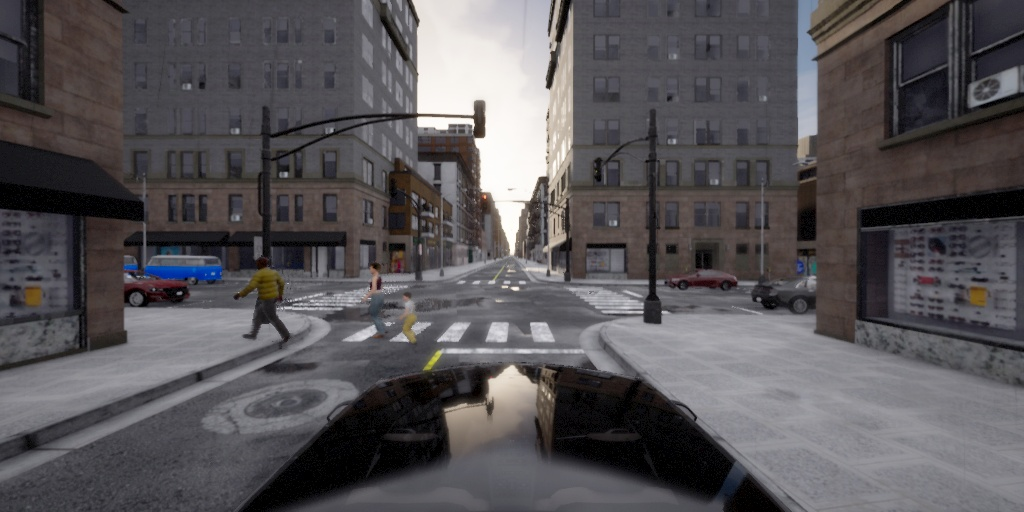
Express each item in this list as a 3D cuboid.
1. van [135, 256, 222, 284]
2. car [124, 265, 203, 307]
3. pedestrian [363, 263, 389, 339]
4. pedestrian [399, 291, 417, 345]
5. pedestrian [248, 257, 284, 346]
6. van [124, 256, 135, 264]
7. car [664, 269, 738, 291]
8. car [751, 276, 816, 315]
[{"bbox_3d":[-20.589,0.873,22.479,3.998,1.789,1.690,0,0,0],"label":"van"},{"bbox_3d":[-15.138,1.182,13.903,4.507,1.381,1.888,0,0,0],"label":"car"},{"bbox_3d":[-3.250,1.040,8.638,0.375,1.860,0.375,0,0,0],"label":"pedestrian"},{"bbox_3d":[-2.233,1.320,8.039,0.375,1.300,0.375,0,0,0],"label":"pedestrian"},{"bbox_3d":[-5.091,0.887,7.438,0.375,1.860,0.375,0,0,0],"label":"pedestrian"},{"bbox_3d":[-26.080,0.820,22.522,3.998,1.789,1.690,0,0,0],"label":"van"},{"bbox_3d":[11.665,1.430,22.221,4.207,1.307,1.802,0,0,0],"label":"car"},{"bbox_3d":[11.625,1.451,13.696,4.403,1.370,2.007,0,0,0],"label":"car"}]
